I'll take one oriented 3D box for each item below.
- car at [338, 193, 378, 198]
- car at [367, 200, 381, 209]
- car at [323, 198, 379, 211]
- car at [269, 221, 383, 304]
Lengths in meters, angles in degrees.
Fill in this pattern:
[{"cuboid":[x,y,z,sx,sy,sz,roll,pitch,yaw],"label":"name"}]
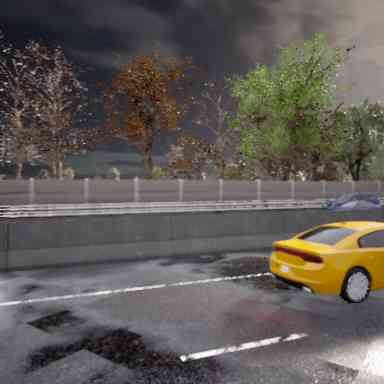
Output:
[{"cuboid":[14.893,1.114,30.954,5.566,2.045,2.150,-1,0,-21],"label":"car"},{"cuboid":[15.553,1.423,23.711,5.357,1.411,2.033,-1,0,-21],"label":"car"},{"cuboid":[12.945,1.432,26.448,4.674,1.442,1.812,-1,0,-21],"label":"car"},{"cuboid":[4.270,1.445,7.947,5.008,1.535,1.882,-1,0,-21],"label":"car"}]
